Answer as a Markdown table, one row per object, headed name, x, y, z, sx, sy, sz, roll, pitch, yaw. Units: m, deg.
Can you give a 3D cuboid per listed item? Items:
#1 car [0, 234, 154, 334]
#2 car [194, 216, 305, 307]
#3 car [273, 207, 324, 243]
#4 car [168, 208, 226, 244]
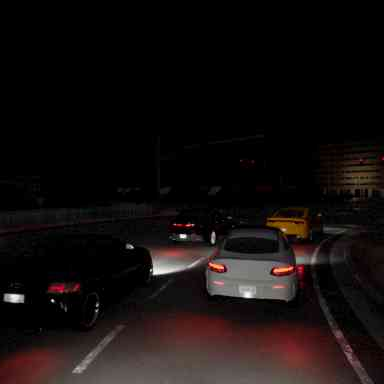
| name | x | y | z | sx | sy | sz | roll | pitch | yaw |
| --- | --- | --- | --- | --- | --- | --- | --- | --- | --- |
| car | -2.267 | 1.564 | 6.962 | 1.994 | 1.385 | 4.181 | 0 | 0 | 11 |
| car | 1.525 | 1.526 | 7.989 | 1.812 | 1.442 | 4.674 | 0 | 0 | 14 |
| car | 5.210 | 1.478 | 16.499 | 1.882 | 1.535 | 5.008 | 0 | 0 | 30 |
| car | 0.611 | 1.505 | 15.397 | 1.837 | 1.490 | 4.892 | 0 | 0 | 23 |
